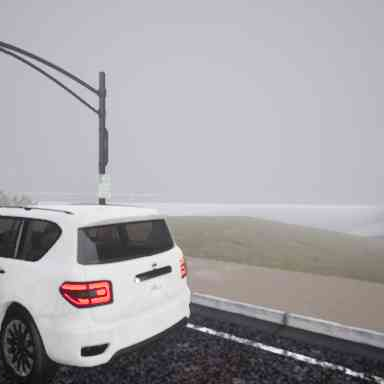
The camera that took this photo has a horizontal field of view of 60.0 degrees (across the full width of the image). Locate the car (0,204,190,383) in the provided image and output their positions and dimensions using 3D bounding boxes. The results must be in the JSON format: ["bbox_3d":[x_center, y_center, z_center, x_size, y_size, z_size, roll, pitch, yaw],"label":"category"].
[{"bbox_3d":[-2.626,1.219,5.573,5.566,2.045,2.150,0,0,36],"label":"car"}]
